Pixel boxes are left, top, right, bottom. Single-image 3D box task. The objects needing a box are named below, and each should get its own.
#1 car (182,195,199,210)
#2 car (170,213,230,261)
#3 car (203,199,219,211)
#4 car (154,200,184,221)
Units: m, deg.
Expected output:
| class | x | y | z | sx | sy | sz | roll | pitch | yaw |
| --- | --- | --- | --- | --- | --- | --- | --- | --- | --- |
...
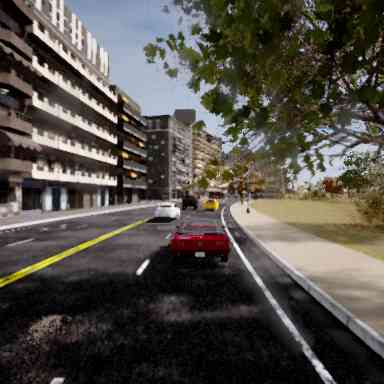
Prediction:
| class | x | y | z | sx | sy | sz | roll | pitch | yaw |
| --- | --- | --- | --- | --- | --- | --- | --- | --- | --- |
| car | -0.213 | 1.490 | 48.860 | 2.150 | 2.045 | 5.566 | 0 | 0 | 7 |
| car | 0.322 | 1.657 | 12.525 | 1.895 | 1.301 | 4.718 | 0 | 0 | 2 |
| car | 2.520 | 1.716 | 44.122 | 1.882 | 1.535 | 5.008 | 0 | -1 | 6 |
| car | -2.092 | 1.659 | 28.819 | 1.812 | 1.442 | 4.674 | 0 | 0 | 4 |
